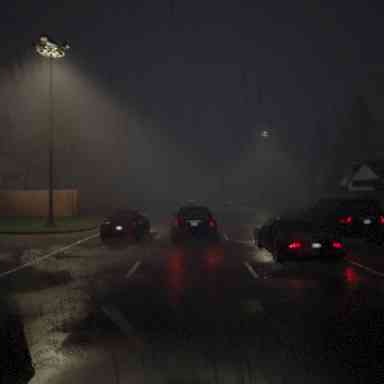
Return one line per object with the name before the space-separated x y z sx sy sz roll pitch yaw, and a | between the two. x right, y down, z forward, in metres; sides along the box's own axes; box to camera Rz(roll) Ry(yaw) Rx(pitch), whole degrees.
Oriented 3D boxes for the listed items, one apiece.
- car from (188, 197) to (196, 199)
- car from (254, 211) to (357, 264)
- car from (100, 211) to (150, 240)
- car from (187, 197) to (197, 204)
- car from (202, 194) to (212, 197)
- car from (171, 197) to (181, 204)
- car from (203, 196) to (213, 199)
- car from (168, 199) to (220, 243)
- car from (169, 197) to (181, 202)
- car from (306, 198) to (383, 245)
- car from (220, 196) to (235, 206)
car | 0.018 1.832 63.163 2.128 1.511 4.902 0 0 0
car | 3.599 1.613 12.108 2.033 1.411 5.357 0 0 0
car | -3.397 1.659 17.499 1.994 1.385 4.181 0 0 0
car | 0.021 1.798 73.584 1.994 1.385 4.181 0 0 0
car | 3.521 1.542 74.445 2.150 2.045 5.566 0 0 0
car | -3.479 1.798 73.585 1.994 1.385 4.181 0 0 0
car | 3.518 1.948 64.346 1.895 1.301 4.718 0 0 0
car | 0.101 1.443 16.730 2.097 1.767 4.553 0 0 0
car | -3.482 1.888 63.164 2.033 1.411 5.357 0 0 0
car | 7.103 1.308 16.155 2.150 2.045 5.566 0 0 0
car | 7.018 1.818 63.163 1.882 1.535 5.008 0 0 0
